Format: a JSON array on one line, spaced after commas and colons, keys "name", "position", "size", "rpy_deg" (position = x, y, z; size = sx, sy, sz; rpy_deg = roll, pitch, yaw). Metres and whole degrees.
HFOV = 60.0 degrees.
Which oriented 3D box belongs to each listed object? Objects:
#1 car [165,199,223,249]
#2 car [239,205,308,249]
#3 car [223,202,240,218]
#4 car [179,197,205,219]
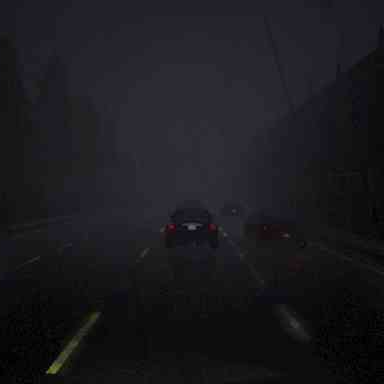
[{"name": "car", "position": [0.000, 1.363, 14.620], "size": [2.097, 1.767, 4.553], "rpy_deg": [0, 0, 0]}, {"name": "car", "position": [3.500, 1.482, 14.650], "size": [1.882, 1.535, 5.008], "rpy_deg": [0, 0, 0]}, {"name": "car", "position": [3.500, 1.570, 29.650], "size": [1.994, 1.385, 4.181], "rpy_deg": [0, 0, 0]}, {"name": "car", "position": [0.000, 1.364, 29.620], "size": [2.097, 1.767, 4.553], "rpy_deg": [0, 0, 0]}]
